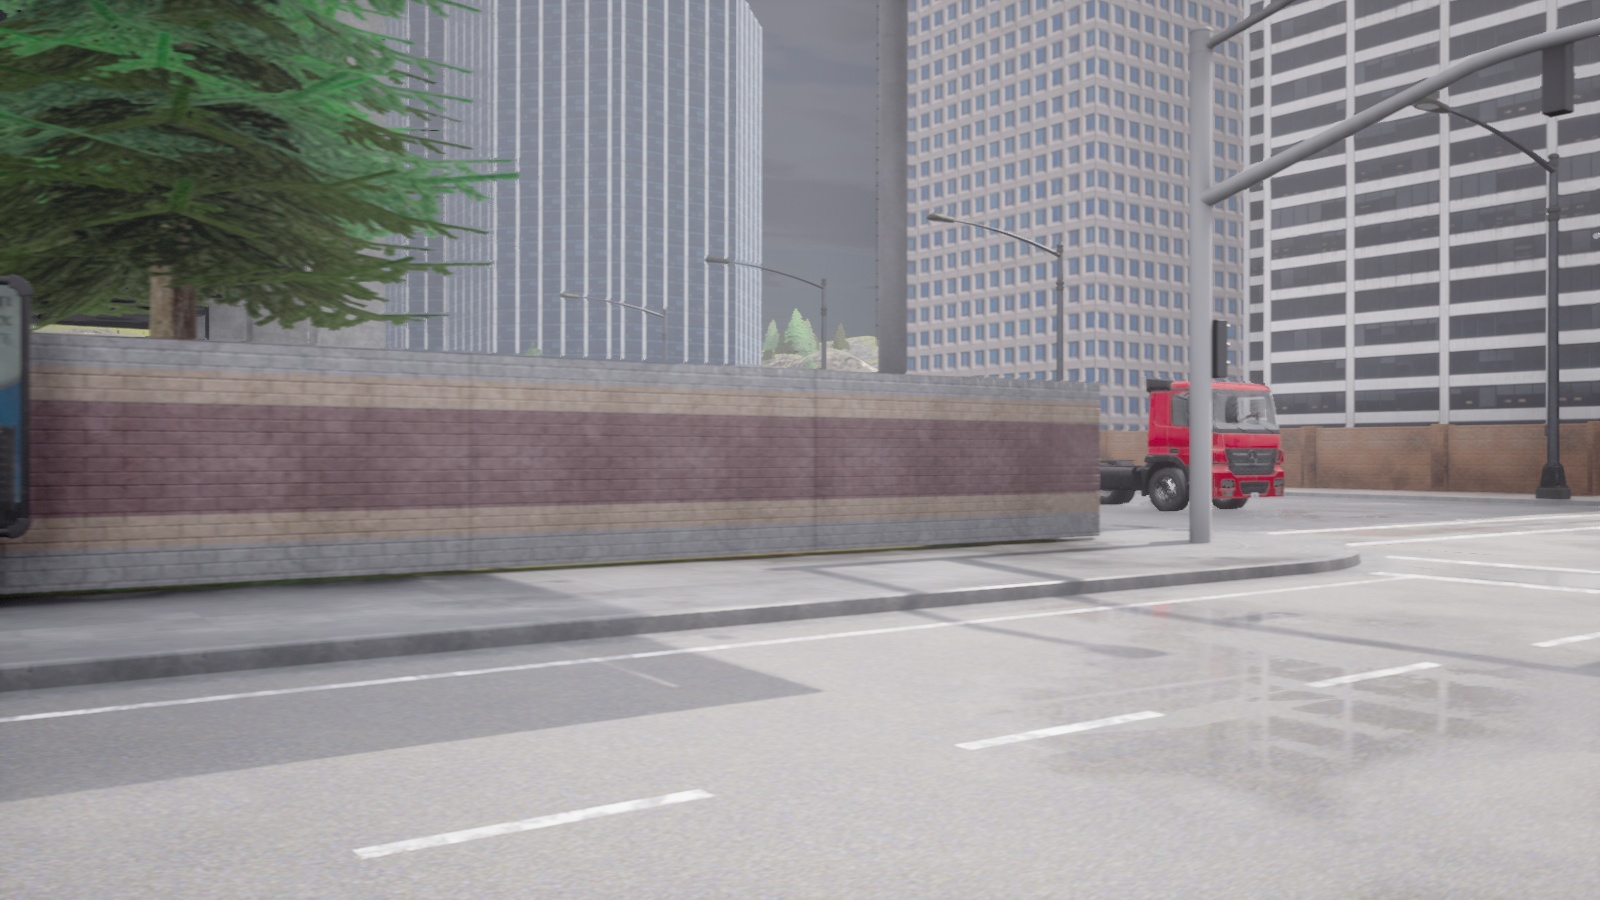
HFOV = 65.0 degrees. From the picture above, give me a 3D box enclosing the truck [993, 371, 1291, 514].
[{"bbox_3d":[9.134,-0.171,34.647,2.891,3.462,7.936,0,0,-35],"label":"truck"}]
